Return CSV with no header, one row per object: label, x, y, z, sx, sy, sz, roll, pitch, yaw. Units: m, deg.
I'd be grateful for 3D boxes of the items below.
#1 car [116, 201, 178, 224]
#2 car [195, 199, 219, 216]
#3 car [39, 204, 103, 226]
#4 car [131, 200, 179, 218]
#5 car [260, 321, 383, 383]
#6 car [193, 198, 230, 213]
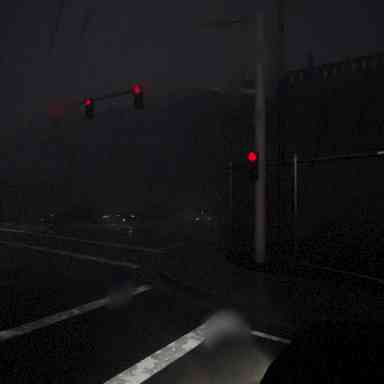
car,-3.306,1.603,25.785,2.033,1.411,5.357,0,0,35
car,2.527,1.603,33.997,2.033,1.411,5.357,0,0,35
car,-8.708,1.581,24.258,1.812,1.442,4.674,0,0,37
car,-3.421,1.581,31.659,1.812,1.442,4.674,0,0,36
car,3.041,1.547,1.799,5.357,1.411,2.033,0,0,36
car,2.357,1.547,39.798,2.128,1.511,4.902,0,0,35
